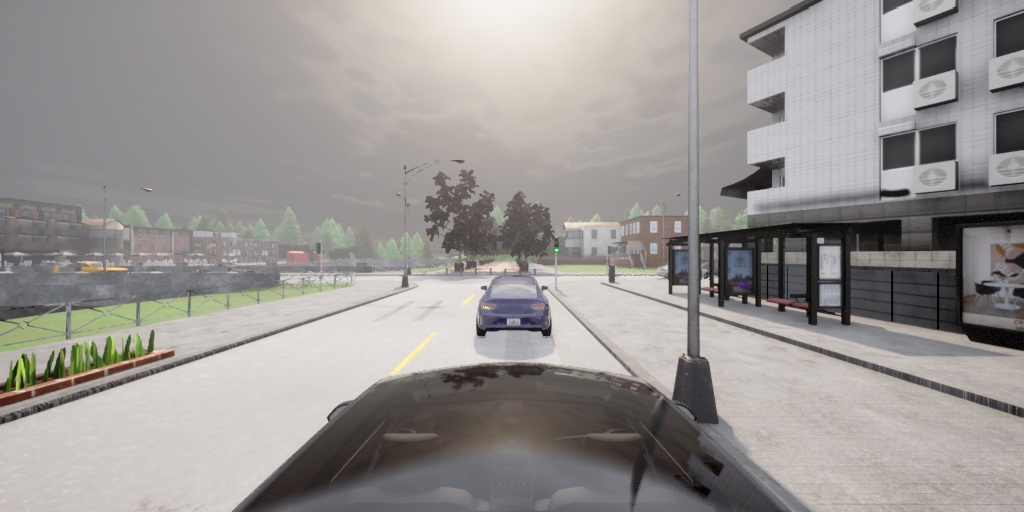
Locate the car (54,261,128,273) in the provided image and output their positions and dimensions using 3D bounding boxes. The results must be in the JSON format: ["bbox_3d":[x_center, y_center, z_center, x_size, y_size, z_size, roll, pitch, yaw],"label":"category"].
[{"bbox_3d":[-35.511,1.228,30.364,5.008,1.535,1.882,0,0,0],"label":"car"}]

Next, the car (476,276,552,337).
[{"bbox_3d":[0.062,1.276,10.147,1.812,1.442,4.674,0,0,1],"label":"car"}]

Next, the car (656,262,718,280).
[{"bbox_3d":[14.603,1.276,30.224,4.674,1.442,1.812,0,0,0],"label":"car"}]

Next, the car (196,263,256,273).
[{"bbox_3d":[-24.130,1.314,30.325,4.181,1.385,1.994,0,0,0],"label":"car"}]

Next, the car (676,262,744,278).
[{"bbox_3d":[18.901,1.297,34.406,5.357,1.411,2.033,0,0,0],"label":"car"}]
